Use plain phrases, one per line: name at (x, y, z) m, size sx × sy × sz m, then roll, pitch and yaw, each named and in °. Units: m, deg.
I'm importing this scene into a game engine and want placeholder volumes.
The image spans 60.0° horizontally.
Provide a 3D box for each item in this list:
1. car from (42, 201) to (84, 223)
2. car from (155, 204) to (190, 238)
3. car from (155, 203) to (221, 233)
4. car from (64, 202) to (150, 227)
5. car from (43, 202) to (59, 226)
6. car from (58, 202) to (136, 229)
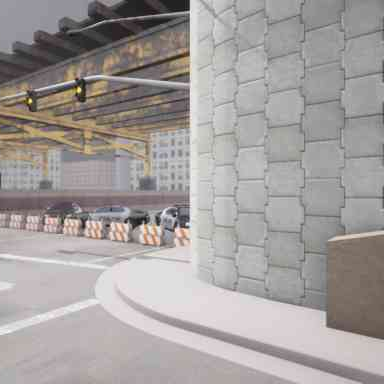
car at (-8.827, 1.295, 23.120) m, size 1.853 × 1.218 × 4.536 m, roll 0°, pitch 0°, yaw -10°
car at (-0.356, 1.452, 17.727) m, size 2.038 × 1.542 × 4.974 m, roll 0°, pitch 0°, yaw -25°
car at (-0.378, 1.295, 17.774) m, size 1.853 × 1.218 × 4.536 m, roll 0°, pitch 0°, yaw -25°
car at (-5.072, 1.295, 20.314) m, size 4.536 × 1.218 × 1.853 m, roll 0°, pitch 0°, yaw 0°
car at (-8.818, 1.452, 23.069) m, size 2.038 × 1.542 × 4.974 m, roll 0°, pitch 0°, yaw -10°
car at (-5.124, 1.452, 20.314) m, size 4.974 × 1.542 × 2.038 m, roll 0°, pitch 0°, yaw 0°
